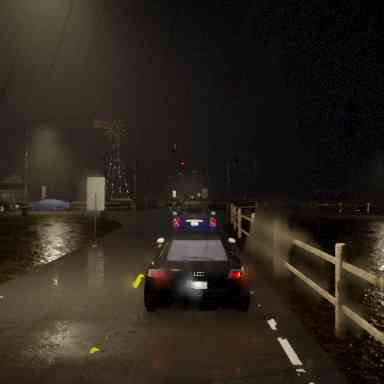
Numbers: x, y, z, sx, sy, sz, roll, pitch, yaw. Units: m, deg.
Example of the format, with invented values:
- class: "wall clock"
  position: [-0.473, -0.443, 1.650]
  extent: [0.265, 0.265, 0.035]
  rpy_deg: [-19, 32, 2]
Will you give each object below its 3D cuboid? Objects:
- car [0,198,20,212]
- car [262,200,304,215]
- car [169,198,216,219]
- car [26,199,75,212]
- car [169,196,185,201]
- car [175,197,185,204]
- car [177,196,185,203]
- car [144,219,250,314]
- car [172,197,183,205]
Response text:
- class: "car"
  position: [-20.281, 1.292, 34.042]
  extent: [4.892, 1.490, 1.837]
  rpy_deg: [1, -2, 0]
- class: "car"
  position: [10.322, 1.648, 38.032]
  extent: [4.553, 1.767, 2.097]
  rpy_deg: [1, -2, 6]
- class: "car"
  position: [0.109, 1.380, 16.357]
  extent: [2.097, 1.767, 4.553]
  rpy_deg: [0, 0, 0]
- class: "car"
  position: [-16.162, 1.488, 37.722]
  extent: [5.357, 1.411, 2.033]
  rpy_deg: [1, -2, 0]
- class: "car"
  position: [-2.796, 1.681, 55.433]
  extent: [2.128, 1.511, 4.902]
  rpy_deg: [0, 0, 0]
- class: "car"
  position: [-2.686, 1.879, 75.188]
  extent: [1.994, 1.385, 4.181]
  rpy_deg: [0, 0, 0]
- class: "car"
  position: [-2.675, 1.883, 85.317]
  extent: [1.882, 1.535, 5.008]
  rpy_deg: [0, 0, 0]
- class: "car"
  position: [0.104, 1.573, 7.714]
  extent: [1.994, 1.385, 4.181]
  rpy_deg: [0, 0, 0]
- class: "car"
  position: [-2.737, 1.731, 65.237]
  extent: [1.882, 1.535, 5.008]
  rpy_deg: [0, 0, 1]
